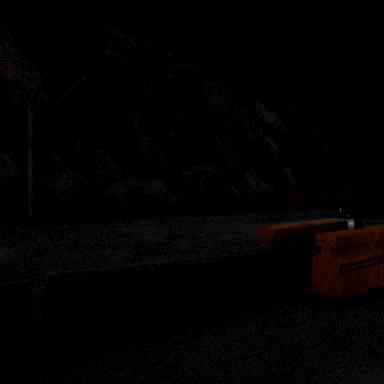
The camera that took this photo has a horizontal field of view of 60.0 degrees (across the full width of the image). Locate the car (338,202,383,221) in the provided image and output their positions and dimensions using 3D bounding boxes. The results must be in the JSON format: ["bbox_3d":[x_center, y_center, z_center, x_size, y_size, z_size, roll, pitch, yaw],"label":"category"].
[{"bbox_3d":[13.776,1.509,26.707,4.718,1.301,1.895,0,0,-35],"label":"car"}]
